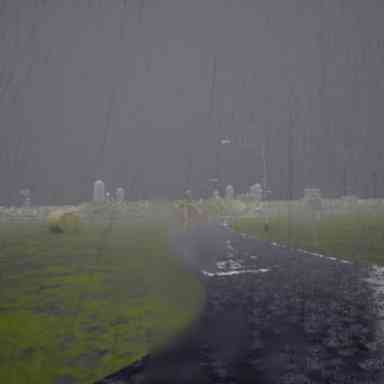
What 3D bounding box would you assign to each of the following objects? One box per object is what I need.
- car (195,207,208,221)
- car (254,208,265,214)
[{"bbox_3d":[1.265,3.450,51.930,2.150,2.045,5.566,-2,-3,9],"label":"car"},{"bbox_3d":[17.344,4.922,87.120,1.812,1.442,4.674,-3,-3,21],"label":"car"}]
